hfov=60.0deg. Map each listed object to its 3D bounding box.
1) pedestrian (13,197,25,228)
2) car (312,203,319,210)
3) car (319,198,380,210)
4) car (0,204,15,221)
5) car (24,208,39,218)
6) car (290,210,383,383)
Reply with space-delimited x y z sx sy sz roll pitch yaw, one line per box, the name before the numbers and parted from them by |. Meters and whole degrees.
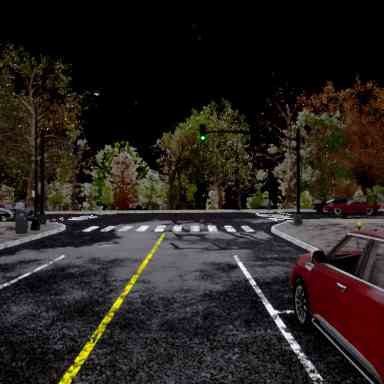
pedestrian | -9.743 1.151 18.850 0.375 1.860 0.375 1 -1 0
car | 15.243 1.407 35.141 4.892 1.490 1.837 -1 -1 1
car | 15.177 1.460 31.888 4.718 1.301 1.895 -1 -1 1
car | -16.434 1.583 25.936 4.902 1.511 2.128 -1 -1 2
car | -16.108 1.734 29.190 4.718 1.301 1.895 -1 -1 1
car | 2.719 1.316 3.825 2.192 1.841 5.009 1 0 0
